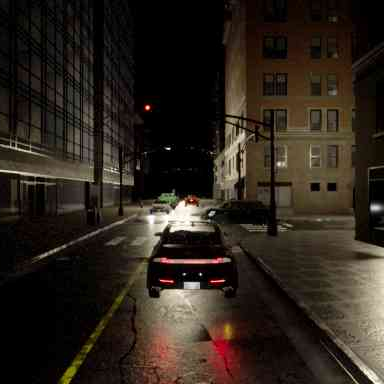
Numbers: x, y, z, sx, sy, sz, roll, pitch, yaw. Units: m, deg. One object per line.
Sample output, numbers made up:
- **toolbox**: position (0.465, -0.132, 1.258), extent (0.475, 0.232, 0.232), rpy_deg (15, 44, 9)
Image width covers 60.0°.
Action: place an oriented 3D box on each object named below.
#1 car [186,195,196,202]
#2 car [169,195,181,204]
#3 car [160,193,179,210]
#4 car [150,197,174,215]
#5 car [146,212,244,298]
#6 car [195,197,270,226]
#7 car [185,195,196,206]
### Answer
- **car**: position (-0.214, 1.473, 74.034), extent (2.128, 1.511, 4.902), rpy_deg (0, 0, 0)
- **car**: position (-3.244, 1.448, 64.236), extent (2.128, 1.511, 4.902), rpy_deg (0, 0, 0)
- **car**: position (-3.203, 1.194, 43.732), extent (2.150, 2.045, 5.566), rpy_deg (0, 0, 1)
- **car**: position (-3.195, 1.506, 34.279), extent (1.812, 1.442, 4.674), rpy_deg (0, 0, 0)
- **car**: position (0.022, 1.490, 8.479), extent (2.128, 1.511, 4.902), rpy_deg (0, 0, 1)
- **car**: position (2.823, 1.331, 21.845), extent (4.553, 1.767, 2.097), rpy_deg (0, 0, -16)
- **car**: position (-0.057, 1.318, 52.422), extent (2.097, 1.767, 4.553), rpy_deg (0, 0, 0)
